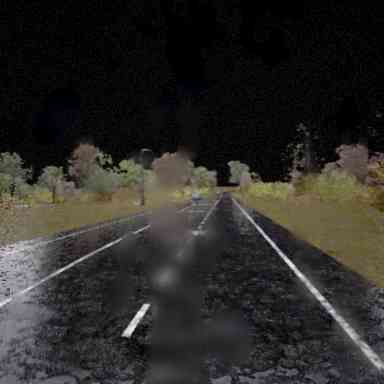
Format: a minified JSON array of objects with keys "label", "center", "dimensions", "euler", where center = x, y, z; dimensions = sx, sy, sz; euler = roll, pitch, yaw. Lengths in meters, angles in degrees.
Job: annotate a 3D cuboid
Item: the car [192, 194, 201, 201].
[{"label":"car","center":[0.999,1.258,78.771],"dimensions":[1.882,1.535,5.008],"euler":[-2,0,6]}]
